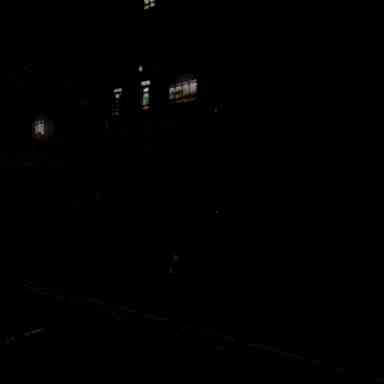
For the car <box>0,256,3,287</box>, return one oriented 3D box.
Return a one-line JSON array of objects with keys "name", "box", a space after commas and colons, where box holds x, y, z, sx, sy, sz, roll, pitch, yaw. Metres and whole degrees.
[{"name": "car", "box": [-6.028, 1.397, 7.122, 5.009, 1.841, 2.192, -1, 1, 36]}]
